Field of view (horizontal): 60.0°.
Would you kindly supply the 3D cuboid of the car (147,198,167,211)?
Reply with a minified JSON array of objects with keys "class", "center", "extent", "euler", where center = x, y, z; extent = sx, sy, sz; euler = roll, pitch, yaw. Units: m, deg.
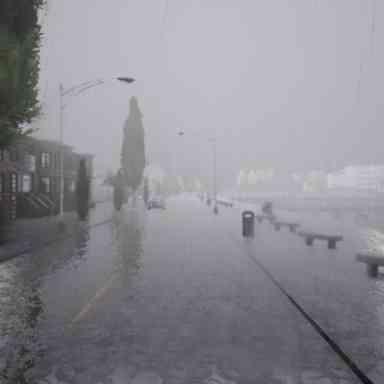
[{"class":"car","center":[-4.129,1.458,39.663],"extent":[1.994,1.385,4.181],"euler":[0,0,0]}]
